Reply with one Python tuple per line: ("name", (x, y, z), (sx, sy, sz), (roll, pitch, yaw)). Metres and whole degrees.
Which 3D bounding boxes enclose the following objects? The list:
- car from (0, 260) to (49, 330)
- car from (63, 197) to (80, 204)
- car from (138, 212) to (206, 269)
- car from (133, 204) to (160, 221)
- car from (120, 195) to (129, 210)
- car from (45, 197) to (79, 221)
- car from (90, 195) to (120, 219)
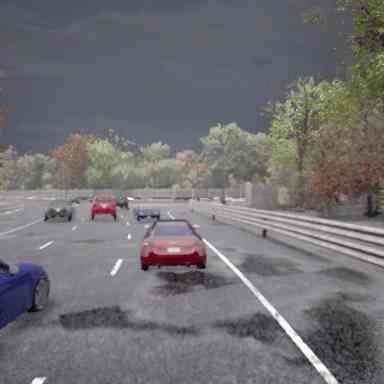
("car", (-3.693, 1.555, 4.733), (1.812, 1.442, 4.674), (0, 0, -2))
("car", (-25.838, 1.820, 71.158), (1.837, 1.490, 4.892), (0, 0, -41))
("car", (-0.683, 1.603, 11.341), (1.994, 1.385, 4.181), (0, 0, -5))
("car", (-3.926, 1.705, 28.088), (1.895, 1.301, 4.718), (0, 0, -15))
("car", (-10.438, 1.407, 46.509), (2.150, 2.045, 5.566), (0, 0, -24))
("car", (-11.256, 1.484, 28.631), (2.097, 1.767, 4.553), (0, 0, -15))
("car", (-8.192, 1.349, 30.756), (2.150, 2.045, 5.566), (0, 0, -17))
